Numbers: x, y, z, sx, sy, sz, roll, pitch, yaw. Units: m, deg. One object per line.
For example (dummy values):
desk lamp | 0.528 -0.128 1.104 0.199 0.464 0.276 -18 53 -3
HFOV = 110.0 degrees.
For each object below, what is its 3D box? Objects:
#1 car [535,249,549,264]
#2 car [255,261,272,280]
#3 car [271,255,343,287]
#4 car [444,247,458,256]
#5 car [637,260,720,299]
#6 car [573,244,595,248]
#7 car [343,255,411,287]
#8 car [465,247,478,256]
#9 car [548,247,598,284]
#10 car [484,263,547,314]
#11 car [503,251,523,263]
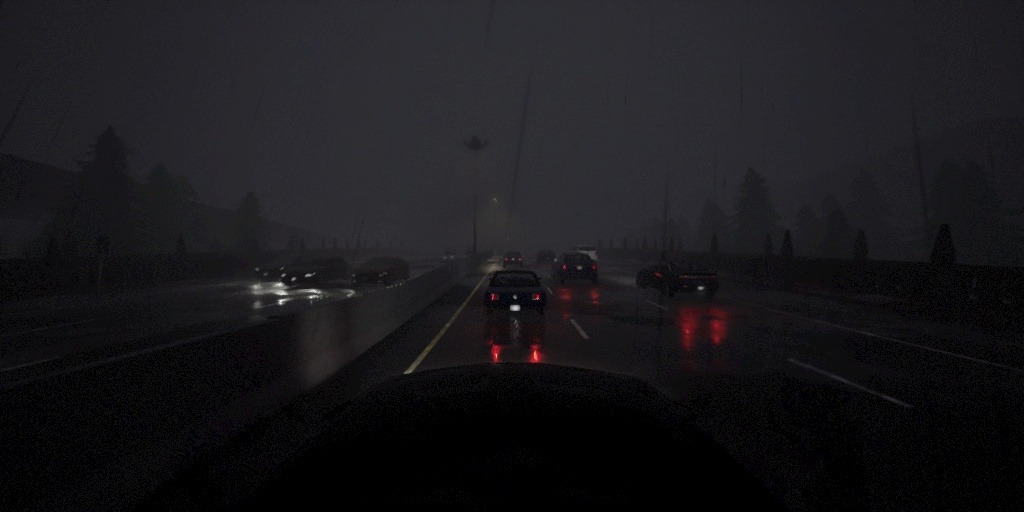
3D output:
car | 3.598 -0.006 38.877 1.882 1.535 5.008 0 2 0
car | -14.100 0.670 22.858 1.812 1.442 4.674 0 2 0
car | -10.600 0.768 19.806 1.837 1.490 4.892 0 2 0
car | -10.504 -0.776 62.030 2.033 1.411 5.357 0 0 0
car | 7.100 0.911 15.853 2.128 1.511 4.902 0 2 0
car | 7.108 -0.157 36.232 2.150 2.045 5.566 0 2 0
car | -7.100 0.740 19.835 1.882 1.535 5.008 0 2 0
car | -7.004 -0.776 62.030 2.033 1.411 5.357 0 0 0
car | 3.599 0.561 21.200 2.097 1.767 4.553 0 2 0
car | 0.100 1.143 12.712 1.895 1.301 4.718 0 2 0
car | 0.098 0.253 34.063 2.033 1.411 5.357 0 2 0
